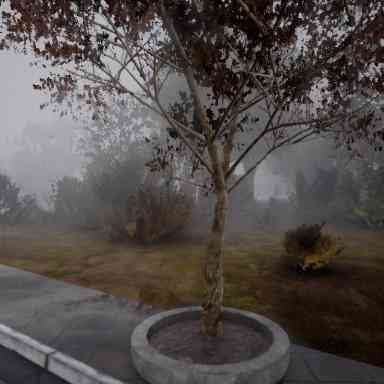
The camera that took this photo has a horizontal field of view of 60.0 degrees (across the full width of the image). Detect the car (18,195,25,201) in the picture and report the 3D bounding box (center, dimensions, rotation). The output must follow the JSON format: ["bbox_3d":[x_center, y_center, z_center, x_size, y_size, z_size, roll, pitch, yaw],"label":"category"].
[{"bbox_3d":[-22.657,1.174,43.333,1.837,1.490,4.892,1,0,32],"label":"car"}]
